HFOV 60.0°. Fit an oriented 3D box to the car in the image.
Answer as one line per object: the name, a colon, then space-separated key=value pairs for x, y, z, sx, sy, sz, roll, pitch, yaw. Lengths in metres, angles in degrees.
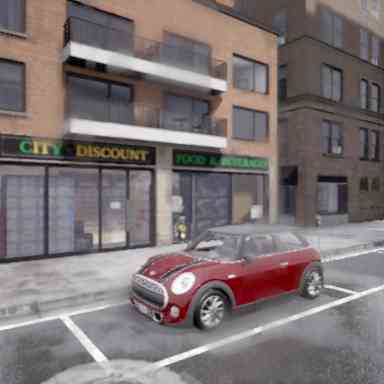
car: x=0.805 y=1.436 z=6.762 sx=4.097 sy=1.590 sz=1.967 roll=0 pitch=0 yaw=-36
